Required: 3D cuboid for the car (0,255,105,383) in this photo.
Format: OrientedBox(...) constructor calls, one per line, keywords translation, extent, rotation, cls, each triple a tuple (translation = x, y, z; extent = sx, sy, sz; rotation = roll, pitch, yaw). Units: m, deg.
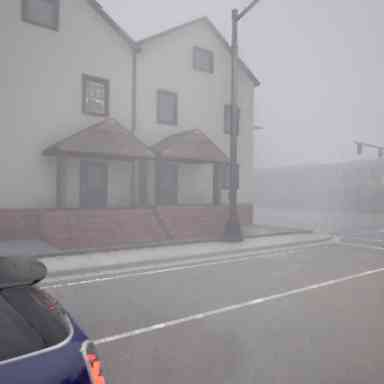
OrientedBox(translation=(-2.857, 1.338, 1.936), extent=(4.553, 1.767, 2.097), rotation=(1, -1, -35), cls="car")
